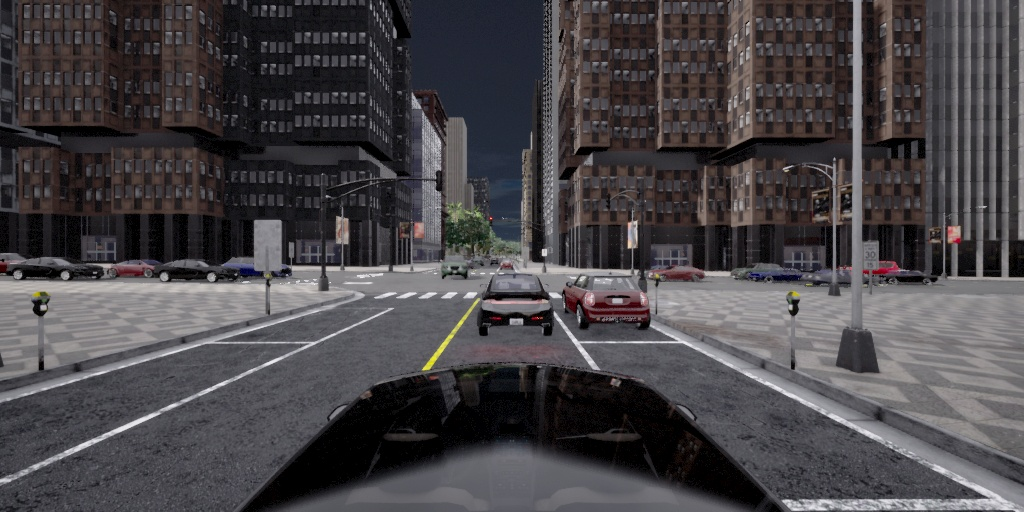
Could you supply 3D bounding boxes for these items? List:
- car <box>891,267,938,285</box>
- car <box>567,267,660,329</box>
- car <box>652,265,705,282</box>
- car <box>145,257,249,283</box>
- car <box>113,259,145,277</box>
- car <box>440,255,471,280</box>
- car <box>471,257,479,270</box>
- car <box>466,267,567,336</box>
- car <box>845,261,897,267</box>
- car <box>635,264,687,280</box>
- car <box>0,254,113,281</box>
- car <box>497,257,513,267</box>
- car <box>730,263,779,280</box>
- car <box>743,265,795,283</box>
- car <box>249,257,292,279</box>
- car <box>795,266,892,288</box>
[{"bbox_3d":[34.158,1.870,31.548,4.718,1.301,1.895,1,0,0],"label":"car"},{"bbox_3d":[2.734,1.189,11.247,1.967,1.591,4.097,0,0,0],"label":"car"},{"bbox_3d":[14.351,1.507,31.379,4.674,1.442,1.812,1,0,-1],"label":"car"},{"bbox_3d":[-21.274,0.960,24.363,5.008,1.535,1.882,1,0,-1],"label":"car"},{"bbox_3d":[-28.208,0.945,27.547,4.181,1.385,1.994,1,0,-1],"label":"car"},{"bbox_3d":[-5.072,0.923,31.293,2.150,2.045,5.566,1,0,-11],"label":"car"},{"bbox_3d":[-6.632,1.307,53.734,2.033,1.411,5.357,0,0,0],"label":"car"},{"bbox_3d":[0.076,1.241,10.361,2.128,1.511,4.902,0,0,-1],"label":"car"},{"bbox_3d":[34.216,1.490,34.796,5.566,2.045,2.150,1,0,-1],"label":"car"},{"bbox_3d":[14.340,1.541,34.631,4.181,1.385,1.994,1,0,-1],"label":"car"},{"bbox_3d":[-30.741,0.827,24.281,5.008,1.535,1.882,1,0,0],"label":"car"},{"bbox_3d":[-0.762,1.197,52.628,1.967,1.591,4.097,0,0,-1],"label":"car"},{"bbox_3d":[23.729,1.465,34.712,4.553,1.767,2.097,1,0,0],"label":"car"},{"bbox_3d":[23.470,1.714,31.463,4.718,1.301,1.895,1,0,-1],"label":"car"},{"bbox_3d":[-19.564,0.855,27.628,4.553,1.767,2.097,1,0,0],"label":"car"},{"bbox_3d":[25.776,1.698,28.028,5.357,1.411,2.033,1,0,-1],"label":"car"}]
